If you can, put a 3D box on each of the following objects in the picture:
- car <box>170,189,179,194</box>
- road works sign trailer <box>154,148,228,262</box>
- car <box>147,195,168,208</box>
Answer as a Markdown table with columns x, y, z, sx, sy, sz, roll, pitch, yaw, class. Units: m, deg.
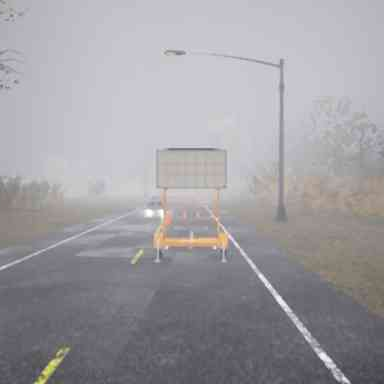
| x | y | z | sx | sy | sz | roll | pitch | yaw | class |
| --- | --- | --- | --- | --- | --- | --- | --- | --- | --- |
| -3.990 | -0.083 | 77.850 | 1.882 | 1.535 | 5.008 | 0 | 1 | 0 | car |
| -0.013 | 0.292 | 11.391 | 2.380 | 3.560 | 2.880 | 0 | 1 | 1 | road works sign trailer |
| -3.729 | 1.056 | 36.407 | 1.895 | 1.301 | 4.718 | 0 | 1 | 0 | car |
